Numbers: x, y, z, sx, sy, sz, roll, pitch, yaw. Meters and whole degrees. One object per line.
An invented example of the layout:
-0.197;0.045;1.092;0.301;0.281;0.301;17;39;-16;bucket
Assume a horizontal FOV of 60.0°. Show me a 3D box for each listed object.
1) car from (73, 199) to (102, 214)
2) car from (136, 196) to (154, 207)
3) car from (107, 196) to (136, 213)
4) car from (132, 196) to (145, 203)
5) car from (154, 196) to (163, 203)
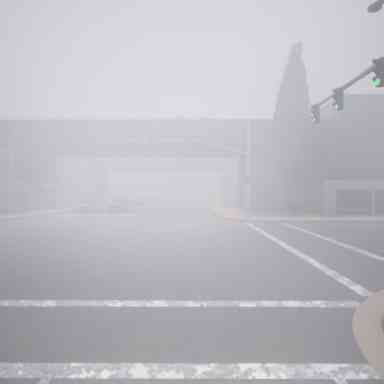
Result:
-11.148;1.485;35.630;1.812;1.442;4.674;0;0;1;car
-7.497;1.490;50.850;2.033;1.411;5.357;0;0;1;car
-7.646;1.486;35.758;1.812;1.442;4.674;0;0;1;car
-10.750;1.494;67.131;1.994;1.385;4.181;0;0;1;car
-7.232;1.494;68.930;1.812;1.442;4.674;0;0;1;car
